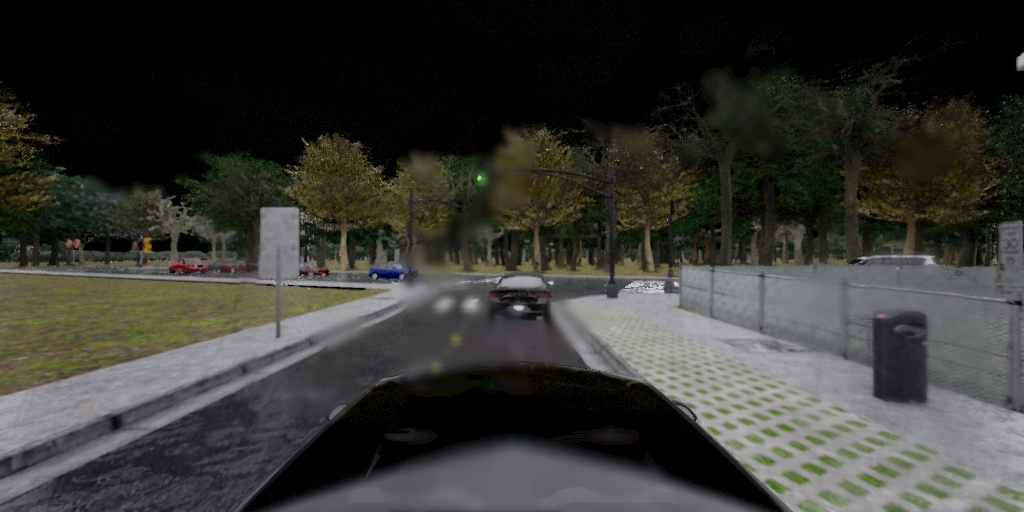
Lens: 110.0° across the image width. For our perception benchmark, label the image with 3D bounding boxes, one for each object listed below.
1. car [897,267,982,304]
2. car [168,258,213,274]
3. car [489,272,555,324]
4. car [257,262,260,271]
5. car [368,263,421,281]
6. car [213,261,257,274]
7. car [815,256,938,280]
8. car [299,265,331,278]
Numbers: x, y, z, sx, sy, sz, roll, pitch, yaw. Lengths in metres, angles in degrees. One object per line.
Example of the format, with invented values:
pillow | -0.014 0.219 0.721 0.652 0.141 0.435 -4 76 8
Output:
car | 17.847 1.329 16.180 4.181 1.385 1.994 0 -1 24
car | -40.968 1.239 45.407 5.566 2.045 2.150 0 -1 24
car | 0.427 1.285 12.260 1.882 1.535 5.008 0 0 5
car | -34.608 1.551 49.734 4.902 1.511 2.128 0 -1 24
car | -10.468 1.396 32.030 5.008 1.535 1.882 0 -1 24
car | -36.177 1.385 46.873 4.553 1.767 2.097 0 -1 24
car | 21.901 1.036 21.711 5.566 2.045 2.150 0 -1 24
car | -20.700 1.554 36.486 4.718 1.301 1.895 0 -1 24
